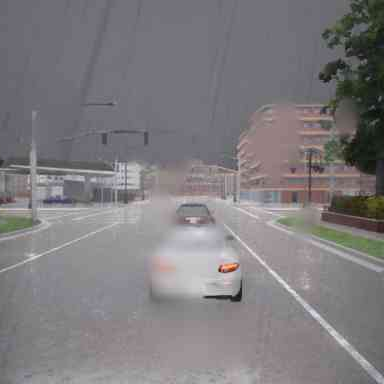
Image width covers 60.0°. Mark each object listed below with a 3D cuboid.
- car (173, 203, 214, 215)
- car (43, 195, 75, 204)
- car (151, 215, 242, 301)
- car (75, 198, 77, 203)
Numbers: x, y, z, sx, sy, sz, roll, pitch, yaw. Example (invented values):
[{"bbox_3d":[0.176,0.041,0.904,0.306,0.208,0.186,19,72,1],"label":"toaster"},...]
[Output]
[{"bbox_3d":[0.064,1.352,17.160,2.097,1.767,4.553,0,0,0],"label":"car"},{"bbox_3d":[-23.439,1.295,57.868,4.611,1.667,2.242,0,0,1],"label":"car"},{"bbox_3d":[0.087,1.526,8.168,1.812,1.442,4.674,0,0,0],"label":"car"},{"bbox_3d":[-24.169,1.456,63.617,3.806,1.475,1.970,0,0,1],"label":"car"}]
